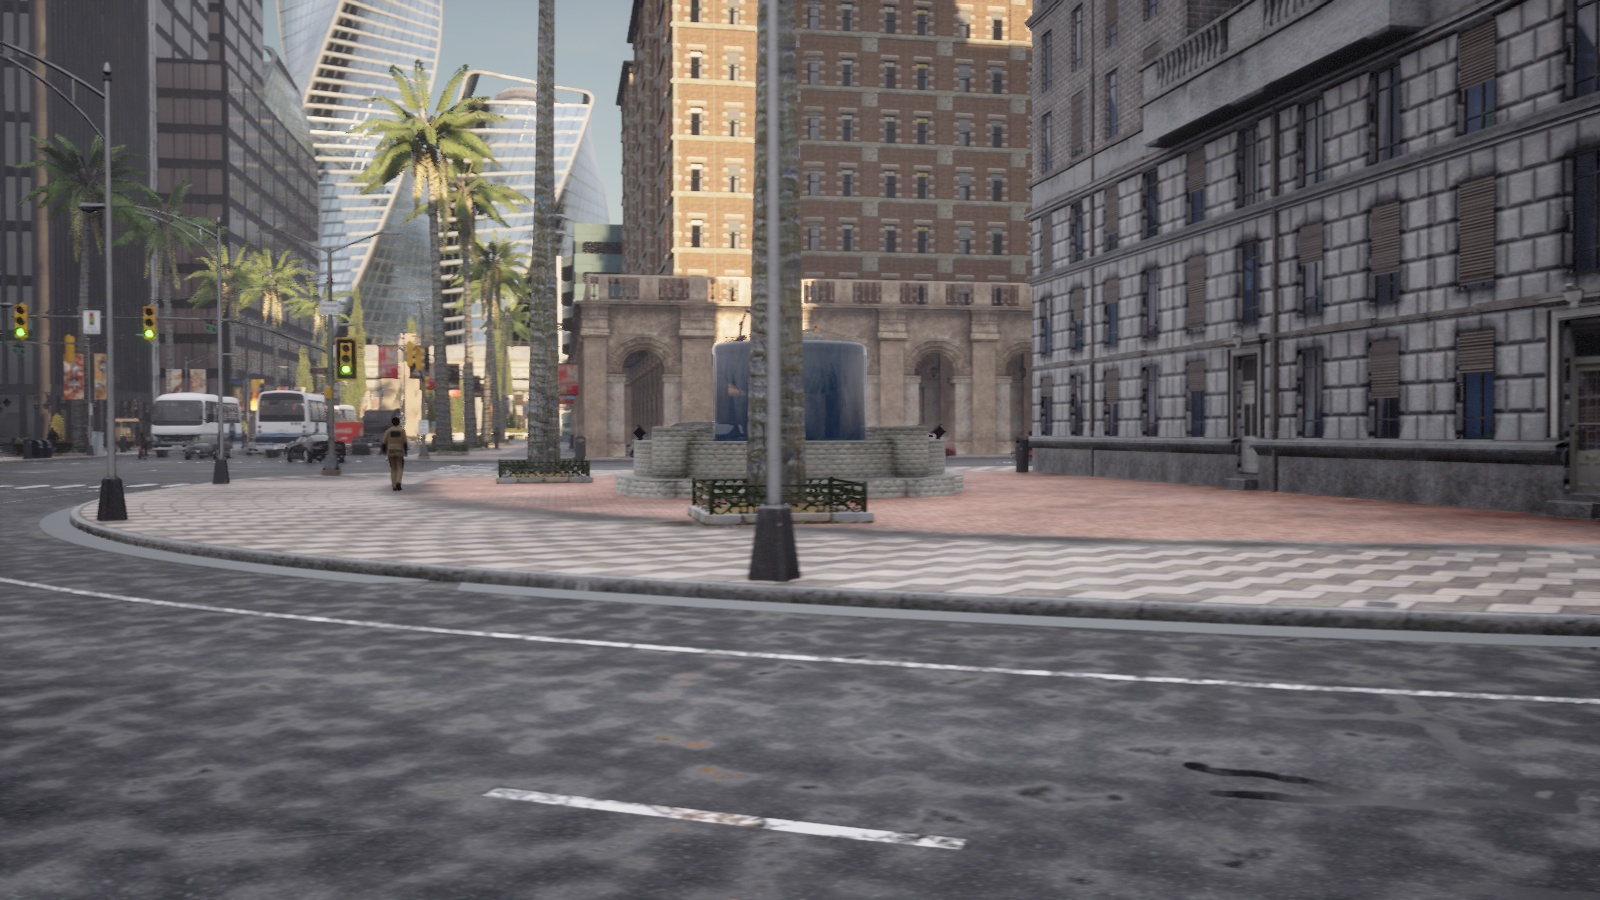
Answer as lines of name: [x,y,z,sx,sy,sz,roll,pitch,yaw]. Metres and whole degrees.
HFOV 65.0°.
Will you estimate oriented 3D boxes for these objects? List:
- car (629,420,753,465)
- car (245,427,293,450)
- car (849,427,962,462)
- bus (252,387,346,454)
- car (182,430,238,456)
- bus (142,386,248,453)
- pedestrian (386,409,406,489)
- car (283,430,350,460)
car: [-5.114,-0.359,58.646,5.566,2.045,2.150,0,1,-10]
car: [-38.297,-0.851,90.713,2.242,1.667,4.611,0,1,-10]
car: [5.049,-0.285,60.497,5.027,1.651,2.152,0,1,-10]
bus: [-33.722,-1.968,85.051,3.944,4.253,10.273,0,1,-10]
car: [-35.669,-0.459,76.062,1.837,1.490,4.892,0,1,-10]
bus: [-40.893,-2.002,85.377,3.944,4.253,10.273,0,1,-10]
pedestrian: [-9.875,-0.019,30.707,0.396,1.930,0.692,0,1,-11]
car: [-25.846,-0.311,67.044,1.882,1.535,5.008,-1,1,-39]
